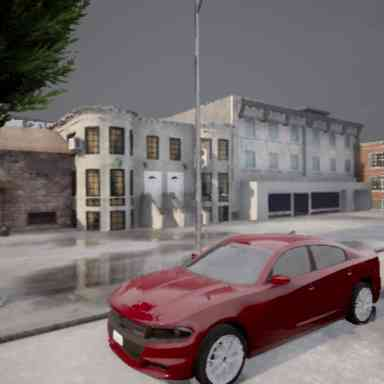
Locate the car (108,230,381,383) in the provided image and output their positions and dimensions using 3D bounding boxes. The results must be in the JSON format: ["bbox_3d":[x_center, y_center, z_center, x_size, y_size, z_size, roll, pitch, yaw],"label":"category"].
[{"bbox_3d":[1.142,1.453,5.435,5.008,1.535,1.882,0,0,-36],"label":"car"}]
